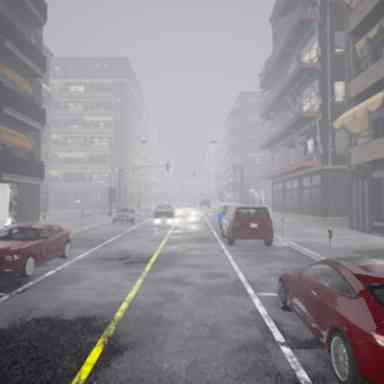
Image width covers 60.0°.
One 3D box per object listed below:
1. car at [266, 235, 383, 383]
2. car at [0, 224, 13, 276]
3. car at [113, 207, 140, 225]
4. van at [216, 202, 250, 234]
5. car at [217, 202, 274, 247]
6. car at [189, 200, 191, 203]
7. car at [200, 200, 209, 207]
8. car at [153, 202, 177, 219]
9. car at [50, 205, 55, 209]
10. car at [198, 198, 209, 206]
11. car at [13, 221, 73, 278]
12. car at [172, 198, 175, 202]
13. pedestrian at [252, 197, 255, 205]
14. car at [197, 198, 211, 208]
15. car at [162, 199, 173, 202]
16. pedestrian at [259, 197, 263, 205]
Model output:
[{"bbox_3d":[2.550,1.639,5.079,1.802,1.307,4.206,1,-1,0],"label":"car"},{"bbox_3d":[-5.291,1.374,5.139,2.192,1.841,5.009,1,-1,0],"label":"car"},{"bbox_3d":[-5.292,1.904,27.260,1.802,1.307,4.206,1,-1,0],"label":"car"},{"bbox_3d":[2.558,1.593,21.675,1.690,1.788,3.998,1,-1,0],"label":"van"},{"bbox_3d":[2.557,1.500,16.144,2.192,1.841,5.009,1,-1,0],"label":"car"},{"bbox_3d":[0.025,2.529,90.388,1.994,1.385,4.181,0,-1,0],"label":"car"},{"bbox_3d":[2.601,2.396,71.110,1.752,1.417,4.829,1,-1,0],"label":"car"},{"bbox_3d":[-2.774,1.969,33.923,1.994,1.385,4.181,0,-1,0],"label":"car"},{"bbox_3d":[-24.430,2.325,53.077,4.829,1.417,1.752,0,-2,0],"label":"car"},{"bbox_3d":[2.605,2.257,76.508,2.192,1.841,5.009,1,-1,0],"label":"car"},{"bbox_3d":[-5.295,1.666,10.668,1.887,1.381,4.507,1,-1,0],"label":"car"},{"bbox_3d":[-5.280,2.435,70.898,1.947,1.339,4.313,1,-1,0],"label":"car"},{"bbox_3d":[7.021,1.562,38.414,0.375,1.860,0.375,1,-2,0],"label":"pedestrian"},{"bbox_3d":[2.603,2.113,65.384,2.192,1.841,5.009,1,-1,0],"label":"car"},{"bbox_3d":[-5.282,2.364,65.337,1.947,1.339,4.313,1,-1,0],"label":"car"},{"bbox_3d":[8.021,1.490,39.016,0.375,1.860,0.375,1,-2,0],"label":"pedestrian"}]
